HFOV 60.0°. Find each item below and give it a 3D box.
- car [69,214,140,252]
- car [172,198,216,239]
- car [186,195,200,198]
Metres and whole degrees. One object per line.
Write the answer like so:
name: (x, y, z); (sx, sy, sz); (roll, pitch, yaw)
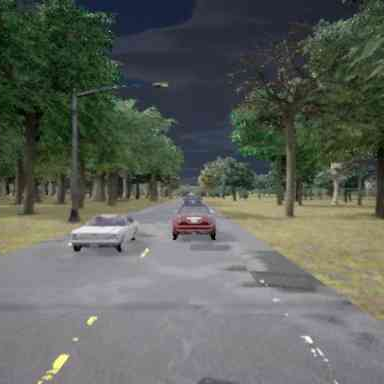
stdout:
car: (-3.499, 1.618, 14.084); (1.895, 1.301, 4.718); (0, 0, 0)
car: (0.101, 1.378, 17.620); (2.097, 1.767, 4.553); (0, 0, 0)
car: (0.102, 1.351, 40.434); (2.150, 2.045, 5.566); (0, 0, 0)
